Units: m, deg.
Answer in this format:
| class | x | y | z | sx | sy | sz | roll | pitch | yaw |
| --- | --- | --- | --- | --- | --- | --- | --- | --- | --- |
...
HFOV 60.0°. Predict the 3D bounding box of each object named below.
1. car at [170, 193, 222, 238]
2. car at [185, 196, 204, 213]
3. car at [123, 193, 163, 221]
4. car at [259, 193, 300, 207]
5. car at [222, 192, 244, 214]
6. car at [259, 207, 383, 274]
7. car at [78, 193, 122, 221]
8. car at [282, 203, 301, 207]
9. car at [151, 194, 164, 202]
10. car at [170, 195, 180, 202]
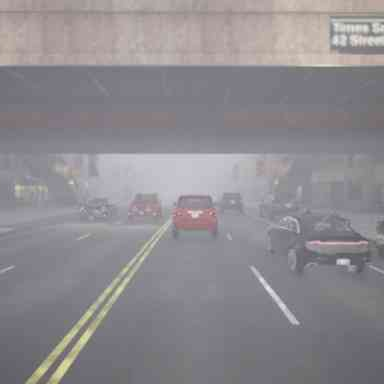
| class | x | y | z | sx | sy | sz | roll | pitch | yaw |
| --- | --- | --- | --- | --- | --- | --- | --- | --- | --- |
| car | 0.168 | 1.125 | 17.317 | 2.150 | 2.045 | 5.566 | 0 | 0 | 1 |
| car | 0.221 | 1.283 | 35.255 | 1.882 | 1.535 | 5.008 | 0 | 0 | 0 |
| car | -3.477 | 1.080 | 25.629 | 2.150 | 2.045 | 5.566 | 0 | 0 | 0 |
| car | 6.678 | 1.087 | 25.647 | 2.435 | 2.045 | 5.566 | 0 | 0 | 0 |
| car | 3.723 | 1.040 | 32.760 | 2.150 | 2.045 | 5.566 | 0 | 0 | 0 |
| car | 3.609 | 1.434 | 10.327 | 2.128 | 1.511 | 4.902 | 0 | 0 | 0 |
| car | -6.980 | 1.212 | 25.359 | 2.097 | 1.767 | 4.553 | 0 | 0 | 0 |
| car | 6.724 | 1.493 | 18.253 | 1.895 | 1.301 | 4.718 | 0 | 0 | 0 |
| car | -6.906 | 1.142 | 66.871 | 2.128 | 1.511 | 4.902 | 0 | 0 | 0 |
| car | -3.402 | 1.228 | 67.034 | 1.895 | 1.301 | 4.718 | 0 | 0 | 0 |
